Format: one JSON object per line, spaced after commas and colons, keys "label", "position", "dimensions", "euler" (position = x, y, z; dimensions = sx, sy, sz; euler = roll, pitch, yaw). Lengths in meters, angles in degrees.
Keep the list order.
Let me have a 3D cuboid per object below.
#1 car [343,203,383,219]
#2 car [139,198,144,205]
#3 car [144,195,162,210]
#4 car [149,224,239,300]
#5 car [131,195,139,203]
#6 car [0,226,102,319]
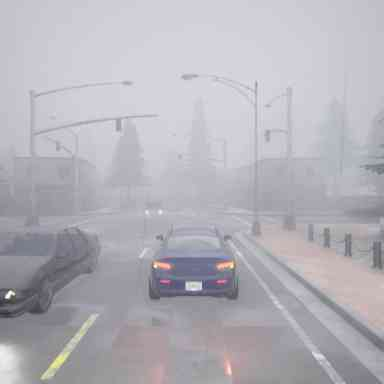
{"label": "car", "position": [15.450, 1.583, 28.152], "dimensions": [4.718, 1.301, 1.895], "euler": [0, 0, 2]}
{"label": "car", "position": [-6.675, 1.313, 52.996], "dimensions": [2.097, 1.767, 4.553], "euler": [0, 0, -15]}
{"label": "car", "position": [-4.927, 1.440, 43.109], "dimensions": [1.882, 1.535, 5.008], "euler": [0, 0, -6]}
{"label": "car", "position": [0.042, 1.525, 8.280], "dimensions": [1.812, 1.442, 4.674], "euler": [0, 0, 0]}
{"label": "car", "position": [-11.400, 1.464, 65.804], "dimensions": [1.837, 1.490, 4.892], "euler": [0, 0, -26]}
{"label": "car", "position": [-3.621, 1.547, 7.862], "dimensions": [2.033, 1.411, 5.357], "euler": [0, 0, 0]}
